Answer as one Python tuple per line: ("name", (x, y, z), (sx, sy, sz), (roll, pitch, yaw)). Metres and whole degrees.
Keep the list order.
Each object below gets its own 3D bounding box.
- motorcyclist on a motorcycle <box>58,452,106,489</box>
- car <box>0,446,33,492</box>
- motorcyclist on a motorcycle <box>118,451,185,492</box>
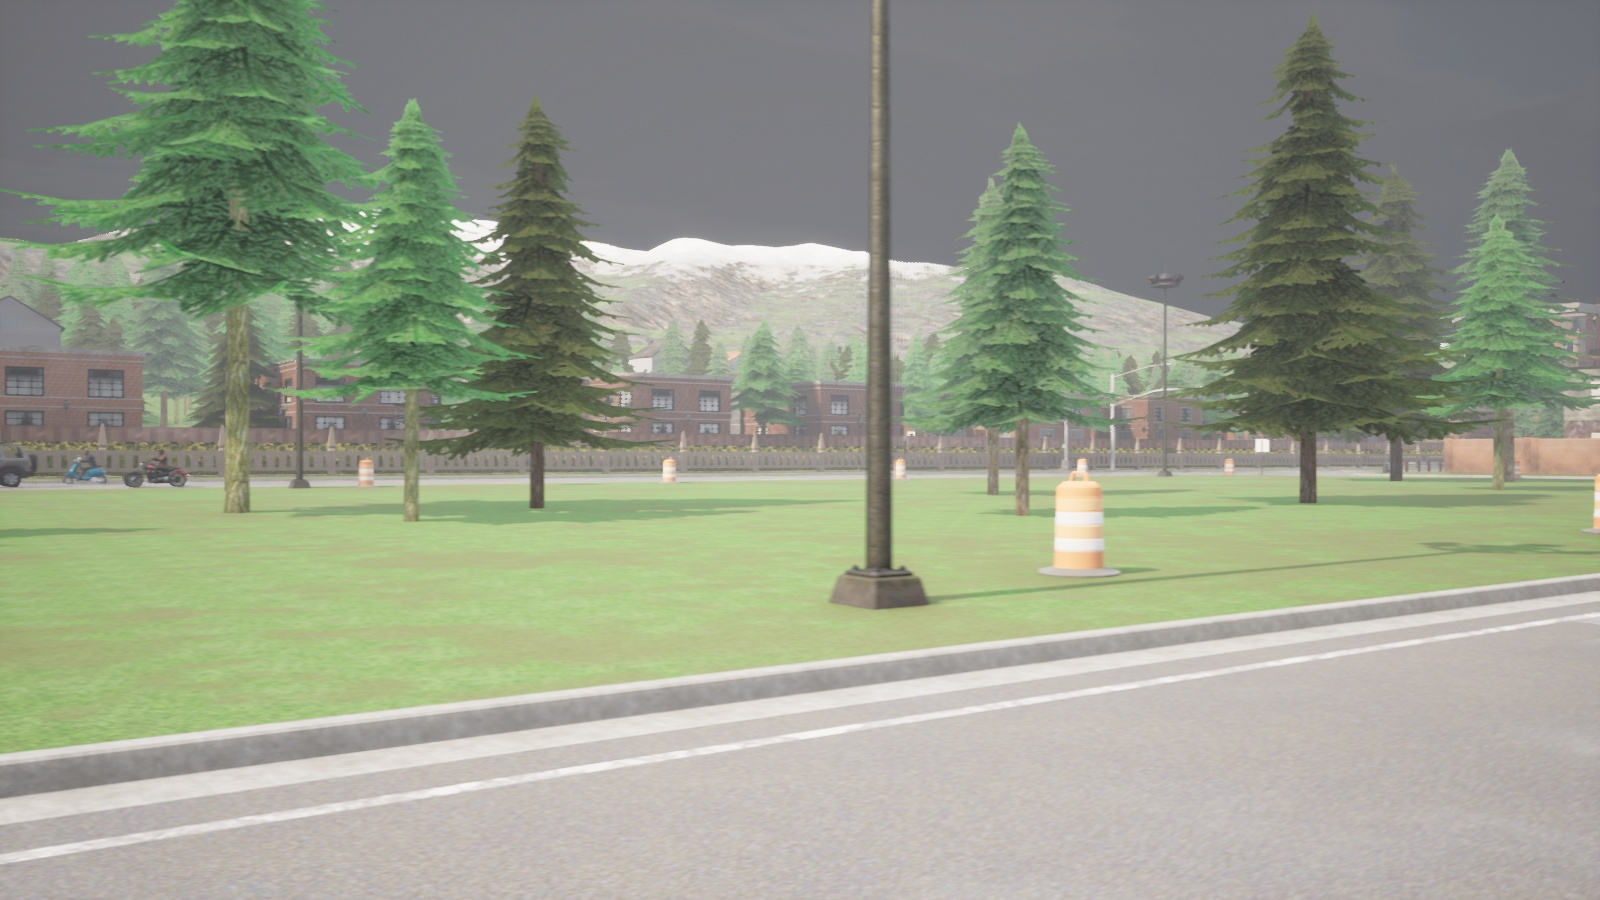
("motorcyclist on a motorcycle", (-32.157, 0.904, 56.238), (1.817, 1.590, 0.866), (0, 0, -35))
("car", (-33.801, 0.758, 50.815), (4.605, 1.855, 1.932), (0, 0, -35))
("motorcyclist on a motorcycle", (-26.632, 0.878, 51.563), (2.350, 1.649, 0.766), (0, 0, -35))
